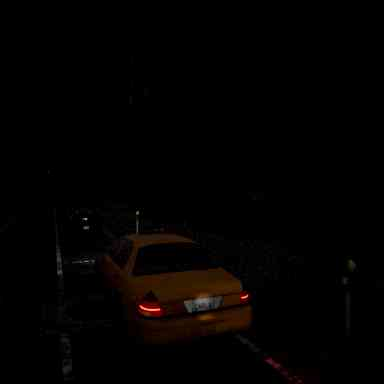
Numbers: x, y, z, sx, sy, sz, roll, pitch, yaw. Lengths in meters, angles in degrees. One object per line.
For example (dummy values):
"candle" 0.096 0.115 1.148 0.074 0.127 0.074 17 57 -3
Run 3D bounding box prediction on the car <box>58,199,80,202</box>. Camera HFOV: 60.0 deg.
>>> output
"car" -10.387 1.567 28.868 1.947 1.339 4.313 0 0 -23

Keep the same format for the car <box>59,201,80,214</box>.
"car" -8.260 1.551 23.771 2.008 1.369 4.403 0 0 -23

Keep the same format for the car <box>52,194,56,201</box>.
"car" -31.802 1.469 79.461 1.967 1.590 4.097 0 0 -24

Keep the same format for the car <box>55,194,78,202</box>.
"car" -12.514 1.316 33.967 2.192 1.841 5.009 0 0 -23

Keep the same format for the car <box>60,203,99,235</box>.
"car" -6.134 1.551 18.673 2.008 1.369 4.403 0 0 -23

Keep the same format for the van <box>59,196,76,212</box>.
"van" -14.640 1.342 39.064 1.690 1.788 3.998 0 0 -23

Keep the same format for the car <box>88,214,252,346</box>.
"car" -0.841 1.457 6.743 1.801 1.575 5.366 0 0 -23
